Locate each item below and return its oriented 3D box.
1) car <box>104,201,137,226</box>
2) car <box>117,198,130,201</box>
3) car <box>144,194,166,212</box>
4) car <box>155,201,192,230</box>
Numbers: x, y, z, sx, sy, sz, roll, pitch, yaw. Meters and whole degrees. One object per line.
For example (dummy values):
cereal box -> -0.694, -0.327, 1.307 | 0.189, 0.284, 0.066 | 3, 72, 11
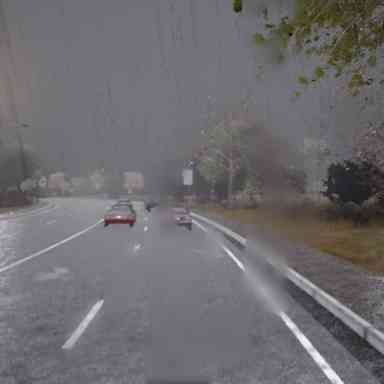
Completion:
car -> -4.941, 1.563, 23.270 | 1.994, 1.385, 4.181 | 0, 0, -7
car -> -8.666, 1.487, 42.094 | 2.128, 1.511, 4.902 | 0, 0, -15
car -> -4.426, 1.218, 39.748 | 2.150, 2.045, 5.566 | 0, 0, -13
car -> -1.102, 1.544, 21.100 | 2.033, 1.411, 5.357 | 0, 0, -7
